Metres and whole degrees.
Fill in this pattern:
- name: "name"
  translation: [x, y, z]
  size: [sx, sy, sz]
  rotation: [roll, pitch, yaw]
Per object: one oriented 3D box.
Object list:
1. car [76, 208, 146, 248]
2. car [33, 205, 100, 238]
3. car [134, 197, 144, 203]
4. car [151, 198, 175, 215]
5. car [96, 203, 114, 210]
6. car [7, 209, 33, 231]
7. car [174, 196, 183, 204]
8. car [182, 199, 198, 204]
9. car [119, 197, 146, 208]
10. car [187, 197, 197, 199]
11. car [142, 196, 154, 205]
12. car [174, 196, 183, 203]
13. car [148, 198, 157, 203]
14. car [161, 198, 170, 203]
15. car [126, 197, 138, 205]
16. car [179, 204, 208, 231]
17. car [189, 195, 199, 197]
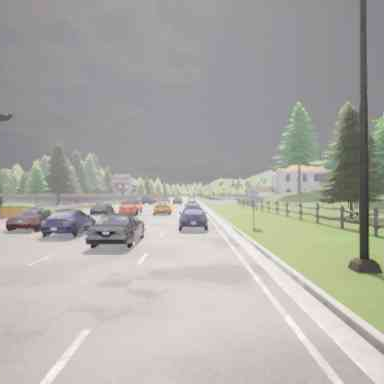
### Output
- name: "car"
  translation: [-3.399, 1.703, 15.634]
  size: [2.033, 1.411, 5.357]
  rotation: [0, -1, 0]
- name: "car"
  translation: [-6.914, 1.713, 18.921]
  size: [1.812, 1.442, 4.674]
  rotation: [0, -1, 0]
- name: "car"
  translation: [-13.996, 2.175, 87.626]
  size: [1.882, 1.535, 5.008]
  rotation: [0, -1, 0]
- name: "car"
  translation: [-3.398, 1.868, 39.538]
  size: [1.882, 1.535, 5.008]
  rotation: [0, -1, 0]
- name: "car"
  translation: [-10.398, 1.946, 38.691]
  size: [1.994, 1.385, 4.181]
  rotation: [0, -1, 0]
- name: "car"
  translation: [-10.398, 1.783, 22.127]
  size: [1.994, 1.385, 4.181]
  rotation: [0, -1, 0]
- name: "car"
  translation: [-3.496, 2.113, 77.592]
  size: [2.097, 1.767, 4.553]
  rotation: [0, -1, 0]
- name: "car"
  translation: [0.088, 1.911, 39.032]
  size: [1.812, 1.442, 4.674]
  rotation: [0, -1, 0]
- name: "car"
  translation: [-6.898, 1.724, 37.672]
  size: [2.097, 1.767, 4.553]
  rotation: [0, -1, 0]
- name: "car"
  translation: [0.004, 2.354, 77.649]
  size: [1.895, 1.301, 4.718]
  rotation: [0, -1, 0]
- name: "car"
  translation: [-10.496, 1.979, 77.237]
  size: [2.150, 2.045, 5.566]
  rotation: [0, -1, 0]
- name: "car"
  translation: [-3.496, 2.052, 87.596]
  size: [2.097, 1.767, 4.553]
  rotation: [0, -1, 0]
- name: "car"
  translation: [-10.496, 2.221, 87.625]
  size: [1.812, 1.442, 4.674]
  rotation: [0, -1, 0]
- name: "car"
  translation: [-6.996, 2.249, 87.625]
  size: [1.994, 1.385, 4.181]
  rotation: [0, -1, 0]
- name: "car"
  translation: [-13.996, 2.113, 77.592]
  size: [2.097, 1.767, 4.553]
  rotation: [0, -1, 0]
- name: "car"
  translation: [0.086, 1.747, 22.372]
  size: [1.812, 1.442, 4.674]
  rotation: [0, -1, 0]
- name: "car"
  translation: [0.004, 1.922, 87.658]
  size: [2.150, 2.045, 5.566]
  rotation: [0, -1, 0]
